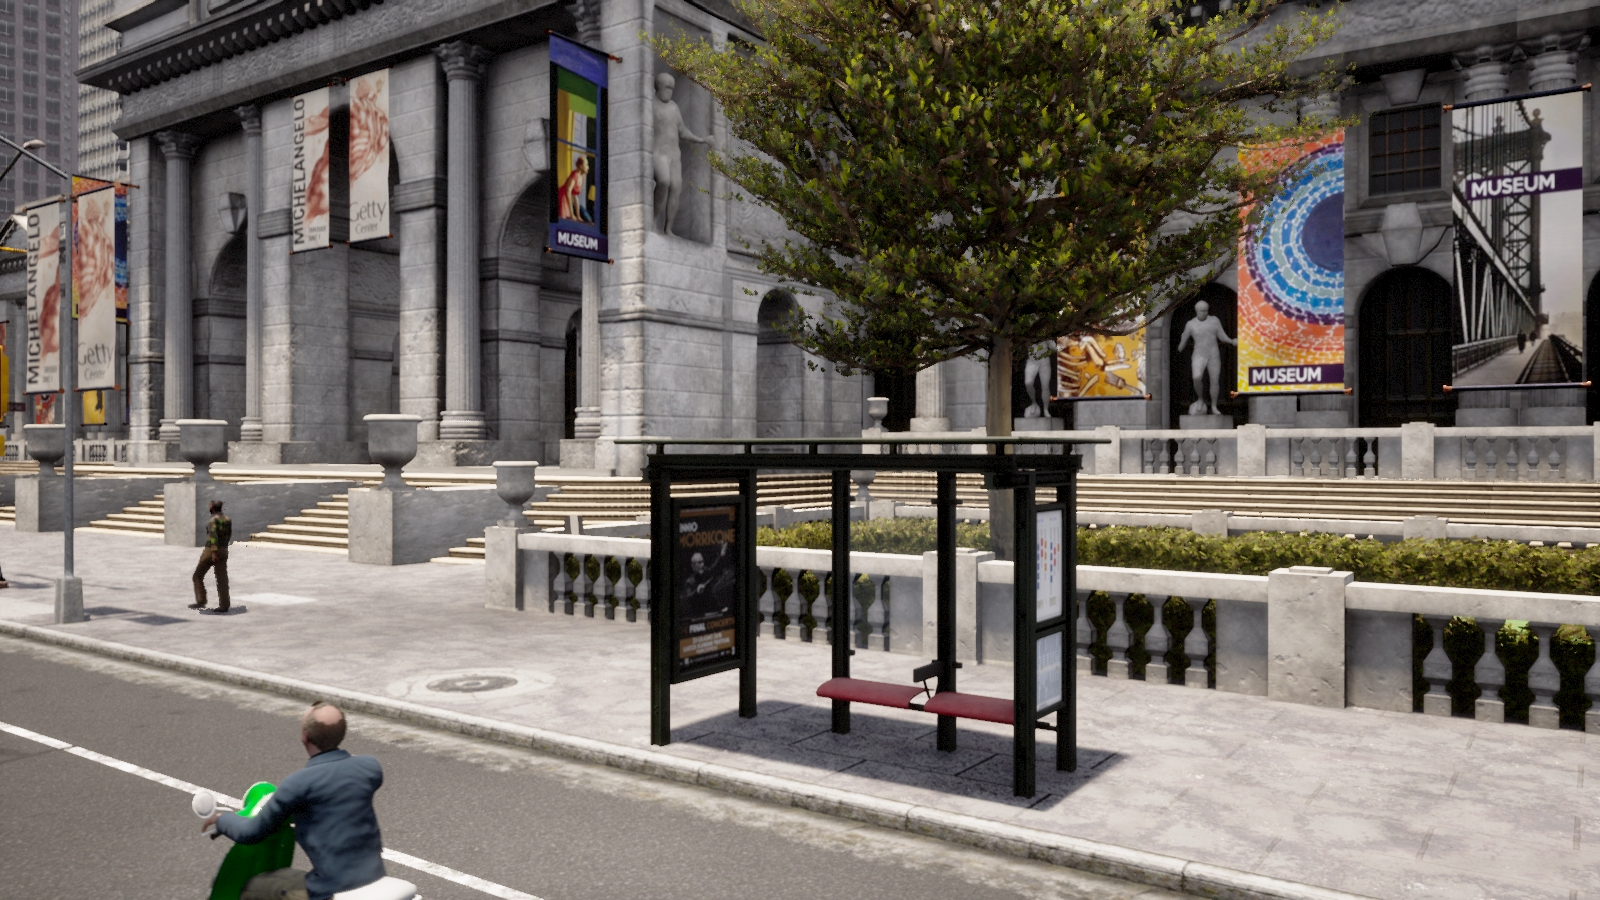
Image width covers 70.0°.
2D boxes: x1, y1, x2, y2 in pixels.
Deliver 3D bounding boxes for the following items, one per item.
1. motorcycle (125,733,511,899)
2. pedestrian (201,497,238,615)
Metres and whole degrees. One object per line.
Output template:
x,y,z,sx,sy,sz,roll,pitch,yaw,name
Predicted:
-2.315,2.179,5.417,1.805,1.236,0.856,0,0,35,motorcycle
-9.312,1.689,18.330,0.375,1.860,0.375,0,0,16,pedestrian
